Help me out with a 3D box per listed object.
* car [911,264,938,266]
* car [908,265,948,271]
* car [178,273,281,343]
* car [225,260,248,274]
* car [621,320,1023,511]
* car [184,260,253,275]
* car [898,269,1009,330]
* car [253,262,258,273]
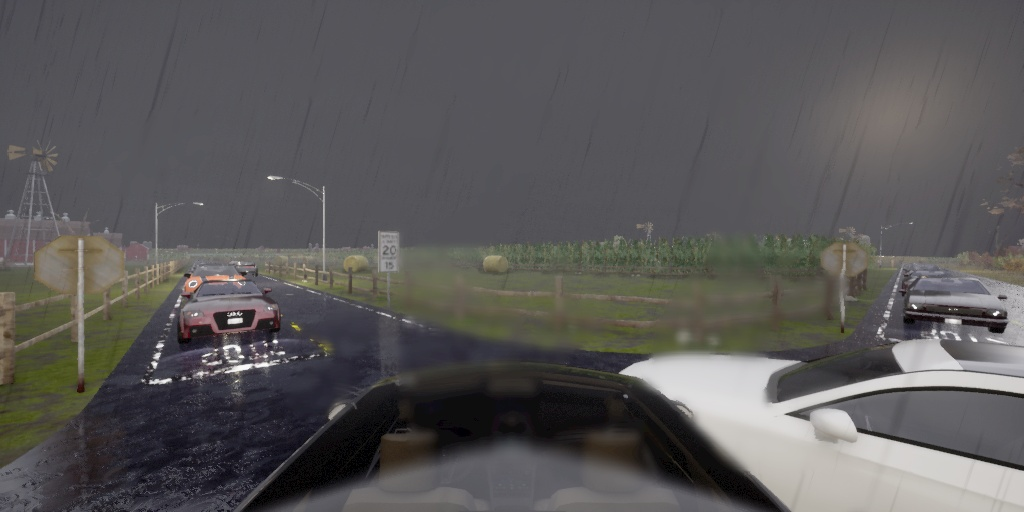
[{"bbox_3d":[29.506,1.310,25.688,4.902,1.511,2.128,0,1,-42],"label":"car"},{"bbox_3d":[21.000,1.364,17.960,4.181,1.385,1.994,0,1,-43],"label":"car"},{"bbox_3d":[-7.858,1.350,9.934,1.994,1.385,4.181,0,0,-42],"label":"car"},{"bbox_3d":[-33.332,1.278,43.327,1.837,1.490,4.892,0,0,-41],"label":"car"},{"bbox_3d":[2.855,1.293,2.254,1.812,1.442,4.674,0,1,-43],"label":"car"},{"bbox_3d":[-13.578,1.131,16.467,2.097,1.767,4.553,0,0,-41],"label":"car"},{"bbox_3d":[13.611,1.335,11.232,5.357,1.411,2.033,0,1,-42],"label":"car"},{"bbox_3d":[-26.676,1.262,35.811,2.128,1.511,4.902,0,0,-41],"label":"car"}]
